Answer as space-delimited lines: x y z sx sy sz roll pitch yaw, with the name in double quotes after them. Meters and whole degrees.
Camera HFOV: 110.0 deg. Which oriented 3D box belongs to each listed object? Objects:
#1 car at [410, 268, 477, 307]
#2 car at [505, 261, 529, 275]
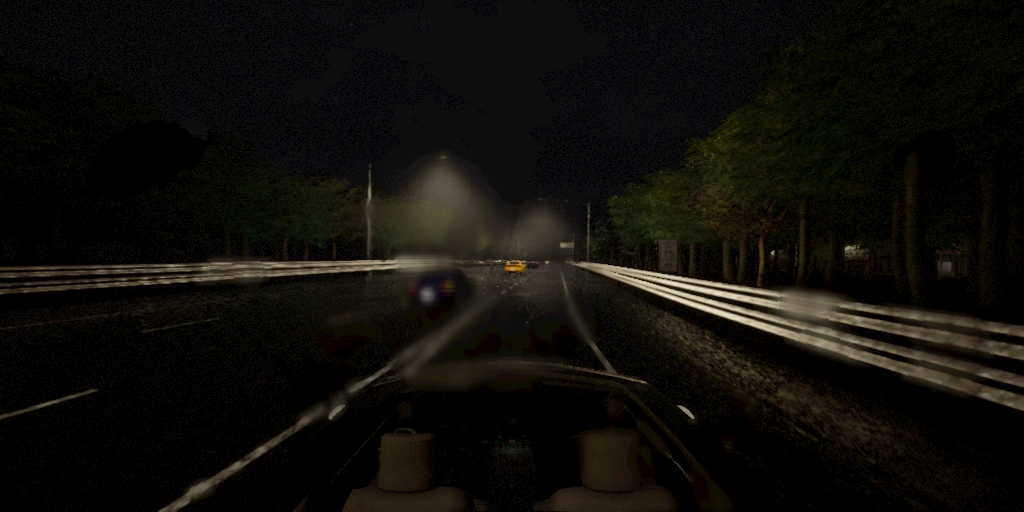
-2.784 1.232 15.285 1.812 1.442 4.674 1 0 7 "car"
0.409 1.283 40.244 1.882 1.535 5.008 1 0 7 "car"
